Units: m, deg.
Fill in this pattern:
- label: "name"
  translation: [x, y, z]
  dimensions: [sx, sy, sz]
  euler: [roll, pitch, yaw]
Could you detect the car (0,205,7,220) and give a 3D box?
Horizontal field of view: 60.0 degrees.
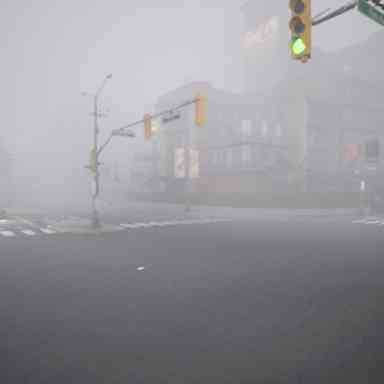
- label: "car"
  translation: [-16.717, 1.569, 27.652]
  dimensions: [1.994, 1.385, 4.181]
  euler: [0, 0, -36]
